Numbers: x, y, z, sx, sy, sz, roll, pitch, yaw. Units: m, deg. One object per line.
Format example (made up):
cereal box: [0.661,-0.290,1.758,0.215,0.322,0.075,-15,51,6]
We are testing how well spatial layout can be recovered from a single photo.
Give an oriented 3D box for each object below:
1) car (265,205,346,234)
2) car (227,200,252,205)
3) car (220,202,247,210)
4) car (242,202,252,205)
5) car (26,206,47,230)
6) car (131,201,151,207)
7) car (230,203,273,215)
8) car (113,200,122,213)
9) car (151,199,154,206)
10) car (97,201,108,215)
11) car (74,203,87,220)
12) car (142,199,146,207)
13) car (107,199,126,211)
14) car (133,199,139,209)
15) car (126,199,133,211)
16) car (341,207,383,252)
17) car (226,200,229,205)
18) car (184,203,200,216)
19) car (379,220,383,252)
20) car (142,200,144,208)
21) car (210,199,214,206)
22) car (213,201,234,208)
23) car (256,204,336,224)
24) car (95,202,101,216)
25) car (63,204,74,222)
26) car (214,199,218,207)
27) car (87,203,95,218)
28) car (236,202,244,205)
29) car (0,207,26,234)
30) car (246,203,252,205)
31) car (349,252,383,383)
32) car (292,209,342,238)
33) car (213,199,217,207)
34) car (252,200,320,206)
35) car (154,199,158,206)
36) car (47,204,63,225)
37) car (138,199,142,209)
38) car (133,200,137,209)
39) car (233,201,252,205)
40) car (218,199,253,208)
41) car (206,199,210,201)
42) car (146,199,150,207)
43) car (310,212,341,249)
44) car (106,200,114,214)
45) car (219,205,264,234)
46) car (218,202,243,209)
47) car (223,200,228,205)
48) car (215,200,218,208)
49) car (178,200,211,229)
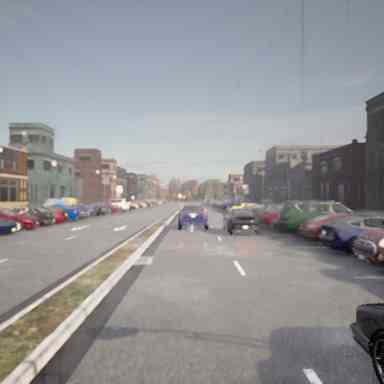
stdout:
car: [7.583,1.820,21.706,4.792,1.488,2.163,0,-1,0]
car: [7.401,2.130,41.002,5.366,1.575,1.946,0,-1,0]
car: [7.531,2.575,60.301,4.674,1.452,2.002,0,-1,0]
car: [7.595,2.020,32.768,4.674,1.452,2.002,0,-1,0]
car: [-12.793,1.802,22.139,5.008,1.535,2.097,0,-1,0]
car: [-12.757,3.057,83.386,4.792,1.488,2.163,0,-1,0]
car: [7.768,2.183,43.765,5.366,1.575,1.946,0,-1,0]
car: [-12.769,2.299,47.145,4.674,1.452,2.002,0,-1,0]
car: [-12.751,2.717,80.612,5.566,2.045,2.435,0,-1,0]
car: [-12.806,2.128,38.811,4.792,1.488,2.163,0,-1,0]
car: [-12.777,1.948,30.601,5.008,1.535,2.097,0,-1,0]
car: [-12.764,2.726,69.375,5.008,1.535,2.097,0,-1,0]
car: [-12.802,2.191,50.018,4.553,1.767,2.185,0,-1,0]
car: [-12.734,2.577,61.163,4.792,1.488,2.163,0,-1,0]
car: [-12.797,2.122,52.833,5.566,2.045,2.435,0,-1,0]
car: [7.657,1.494,10.679,4.553,1.767,2.185,0,-1,0]
car: [7.603,2.271,46.520,4.792,1.488,2.163,0,-1,0]
car: [0.045,2.142,41.580,1.882,1.535,5.008,0,-1,0]
car: [7.624,1.578,7.920,5.008,1.535,2.097,0,-1,0]
car: [-12.789,2.698,66.720,4.792,1.488,2.163,0,-1,0]
car: [7.455,2.601,74.092,5.566,2.045,2.435,0,-1,0]
car: [7.437,3.007,79.600,4.792,1.488,2.163,0,-1,0]
car: [7.603,1.836,24.462,5.008,1.535,2.097,0,-1,0]
car: [-12.776,2.087,36.032,4.674,1.452,2.002,0,-1,0]
car: [-12.813,1.926,27.696,4.792,1.488,2.163,0,-1,0]
car: [7.499,2.769,68.701,4.674,1.452,2.002,0,-1,0]
car: [-12.787,1.999,33.380,4.892,1.521,2.231,0,-1,0]
car: [7.565,2.058,35.489,4.792,1.488,2.163,0,-1,0]
car: [-12.760,1.785,19.361,4.792,1.488,2.163,0,-1,0]
car: [7.630,1.959,29.974,4.792,1.488,2.163,0,-1,0]
car: [3.098,1.570,2.113,2.033,1.411,5.357,0,-1,0]
car: [7.616,1.744,16.191,4.674,1.452,2.002,0,-1,0]
car: [7.461,2.664,71.332,4.553,1.767,2.185,0,-1,0]
car: [7.573,1.757,27.221,4.553,1.767,2.185,0,-1,0]
car: [-12.807,3.261,94.502,4.892,1.521,2.231,0,-1,0]
car: [-12.779,1.850,24.919,4.892,1.521,2.231,0,-1,0]
car: [-12.947,2.605,63.943,5.366,1.575,1.946,0,-1,0]
car: [-12.736,2.518,58.386,4.792,1.488,2.163,0,-1,0]
car: [7.561,2.110,38.244,4.792,1.488,2.163,0,-1,0]
car: [7.518,2.163,54.794,5.566,2.045,2.435,0,-1,0]
car: [7.449,3.022,93.391,5.566,2.045,2.435,0,-1,0]
car: [-12.771,2.849,75.049,5.008,1.535,2.097,0,-1,0]
car: [7.652,1.691,13.434,4.792,1.488,2.163,0,-1,0]
car: [-12.782,2.152,41.591,4.892,1.521,2.231,0,-1,0]
car: [3.074,1.812,21.494,1.837,1.490,4.892,0,-1,0]
car: [7.508,2.702,65.814,4.674,1.452,2.002,0,-1,0]
car: [7.750,2.295,49.279,5.366,1.575,1.946,0,-1,0]
car: [7.514,2.598,63.059,5.008,1.535,2.097,0,-1,0]
car: [0.068,1.715,24.885,2.097,1.767,4.553,0,-1,0]
